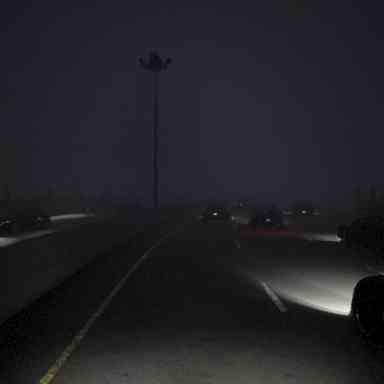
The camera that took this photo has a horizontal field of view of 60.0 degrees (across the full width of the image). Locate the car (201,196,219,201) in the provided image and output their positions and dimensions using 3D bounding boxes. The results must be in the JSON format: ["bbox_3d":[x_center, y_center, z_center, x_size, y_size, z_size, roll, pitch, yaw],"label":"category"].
[{"bbox_3d":[3.248,1.535,59.622,1.837,1.490,4.892,0,0,29],"label":"car"}]

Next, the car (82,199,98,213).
[{"bbox_3d":[-10.064,1.510,36.419,2.128,1.511,4.902,0,0,15],"label":"car"}]

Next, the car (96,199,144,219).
[{"bbox_3d":[-5.266,1.505,26.192,2.128,1.511,4.902,0,0,11],"label":"car"}]

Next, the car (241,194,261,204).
[{"bbox_3d":[11.822,1.394,66.639,2.097,1.767,4.553,0,0,36],"label":"car"}]

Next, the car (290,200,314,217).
[{"bbox_3d":[10.706,1.520,32.216,1.837,1.490,4.892,0,0,16],"label":"car"}]

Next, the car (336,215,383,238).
[{"bbox_3d":[7.294,1.554,12.512,2.033,1.411,5.357,0,0,3],"label":"car"}]

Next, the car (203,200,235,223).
[{"bbox_3d":[2.047,1.578,26.112,1.994,1.385,4.181,0,0,10],"label":"car"}]

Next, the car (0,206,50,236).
[{"bbox_3d":[-9.827,1.536,18.832,1.812,1.442,4.674,0,0,6],"label":"car"}]

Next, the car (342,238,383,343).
[{"bbox_3d":[3.609,1.566,3.847,1.994,1.385,4.181,0,0,0],"label":"car"}]

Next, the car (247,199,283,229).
[{"bbox_3d":[4.810,1.489,21.854,1.882,1.535,5.008,0,0,8],"label":"car"}]

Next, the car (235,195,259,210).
[{"bbox_3d":[6.765,1.524,42.239,2.163,1.488,4.792,0,0,21],"label":"car"}]
